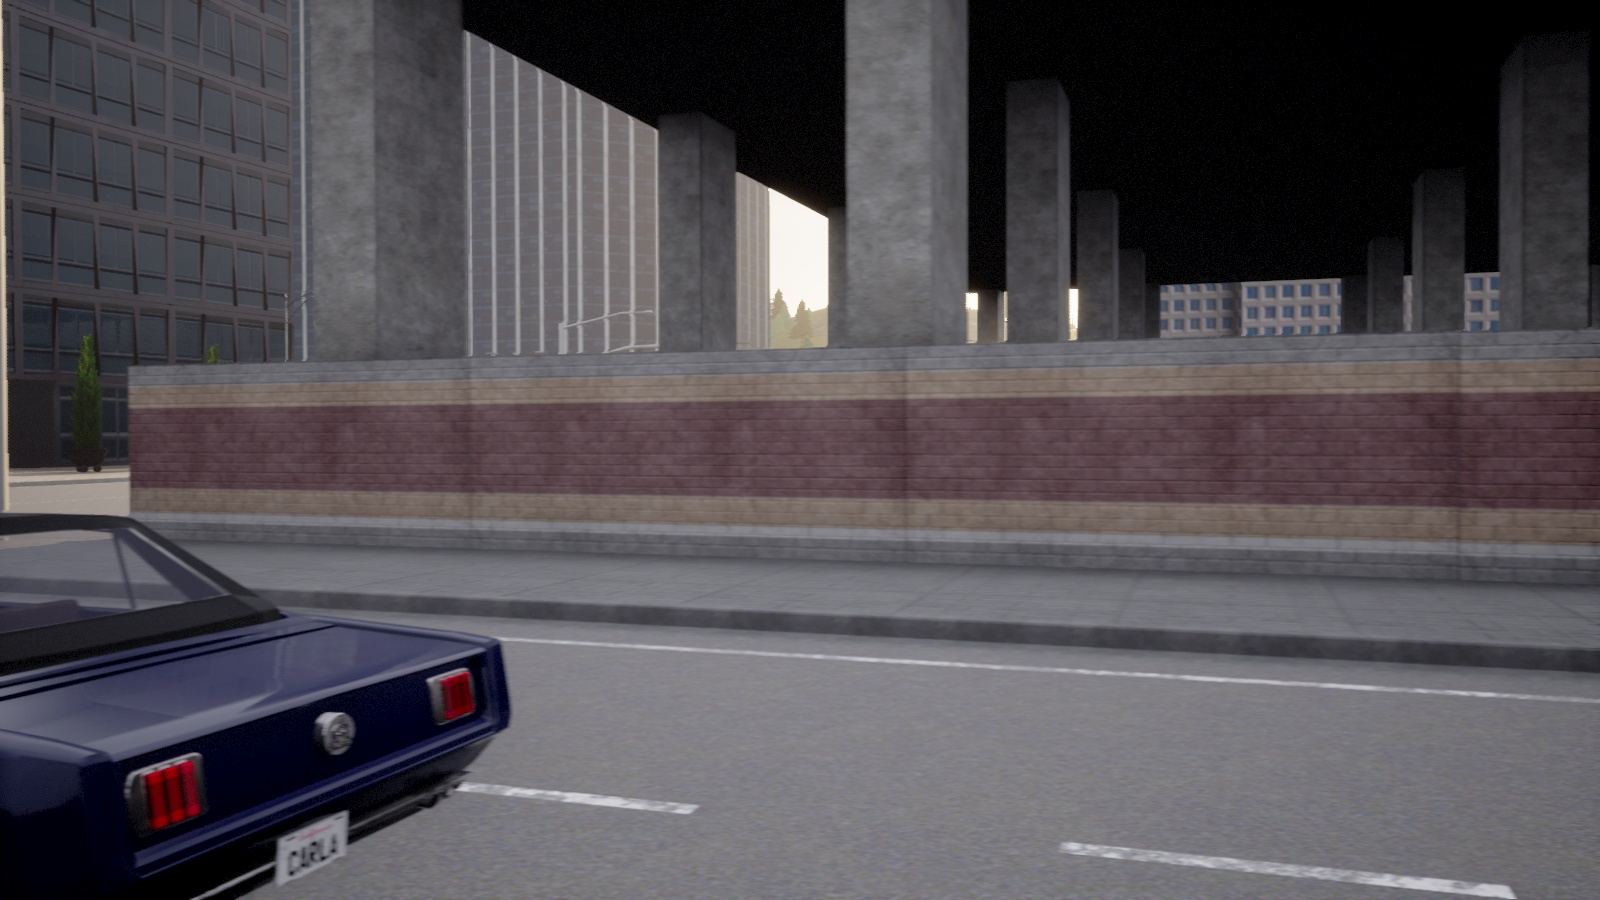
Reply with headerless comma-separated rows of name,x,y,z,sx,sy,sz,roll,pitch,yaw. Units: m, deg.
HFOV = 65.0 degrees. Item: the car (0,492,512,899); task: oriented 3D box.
car,-3.576,0.843,4.397,4.718,1.301,1.895,1,1,19
